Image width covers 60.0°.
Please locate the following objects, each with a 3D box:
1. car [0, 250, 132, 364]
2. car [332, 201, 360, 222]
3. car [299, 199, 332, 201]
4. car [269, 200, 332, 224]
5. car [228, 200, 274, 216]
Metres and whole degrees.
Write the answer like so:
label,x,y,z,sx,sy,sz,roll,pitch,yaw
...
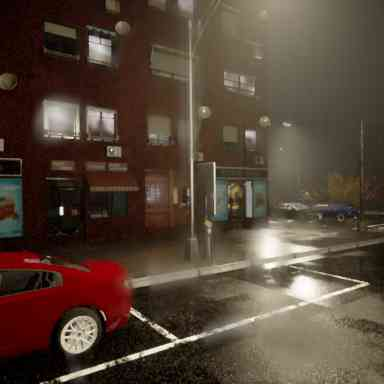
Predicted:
label,x,y,z,sx,sy,sz,roll,pitch,yaw
car,-3.046,1.545,4.401,4.507,1.381,1.887,0,-1,-35
car,11.585,1.714,27.953,1.895,1.301,4.718,-1,0,-35
car,11.534,1.454,34.042,2.097,1.767,4.553,-1,0,-35
car,8.286,1.653,27.018,2.128,1.511,4.902,-1,0,-33
car,6.228,1.653,35.616,1.882,1.535,5.008,-1,0,-35
